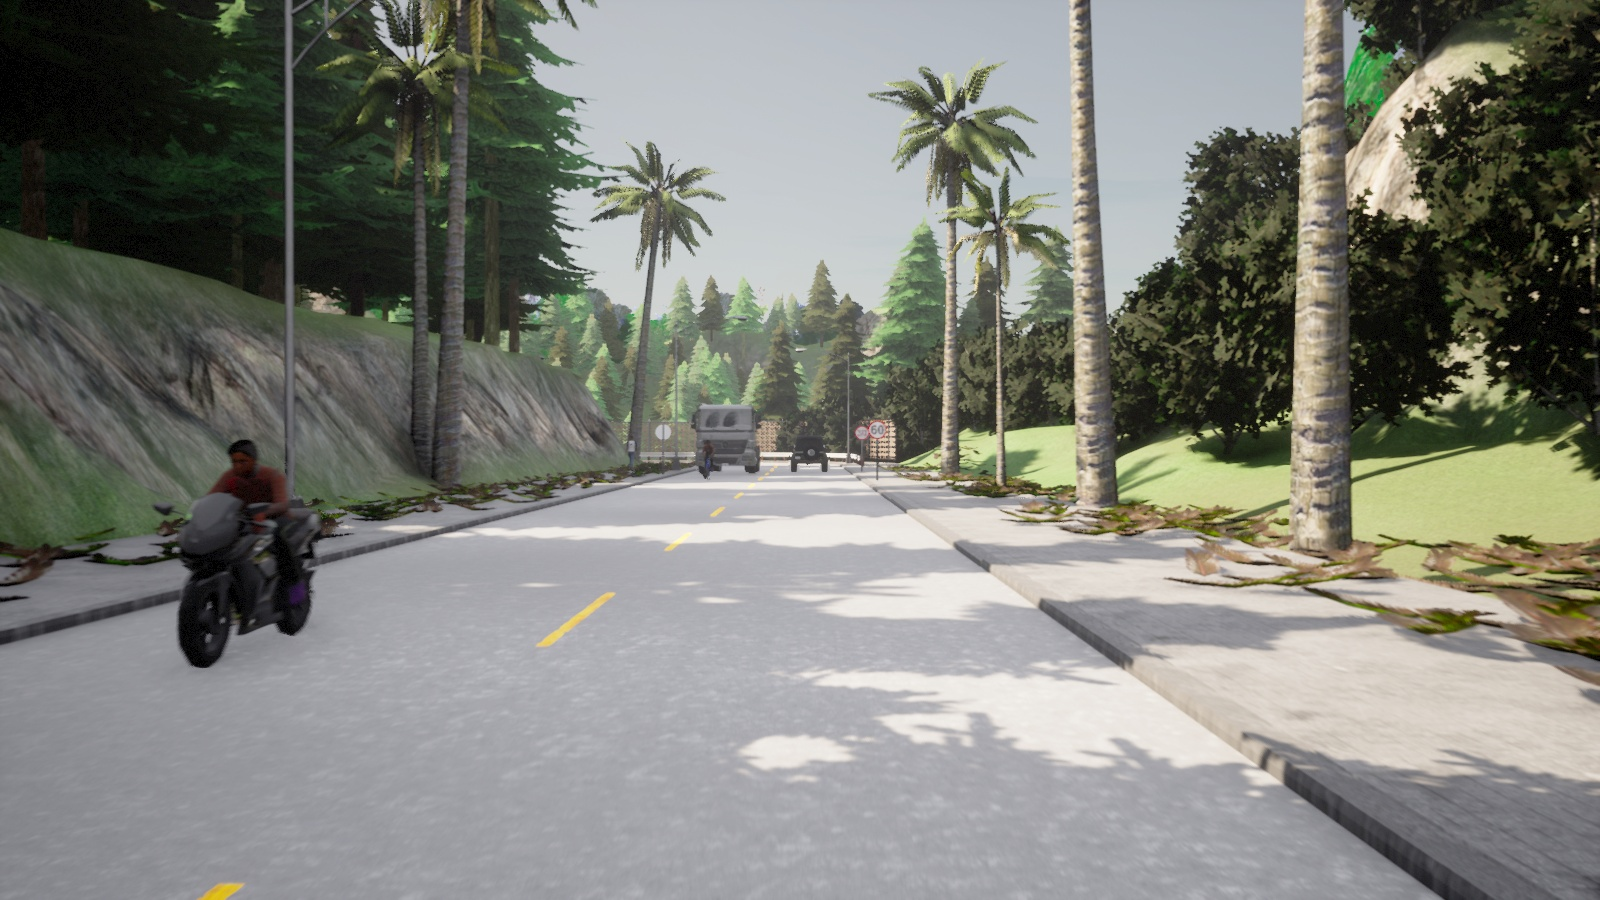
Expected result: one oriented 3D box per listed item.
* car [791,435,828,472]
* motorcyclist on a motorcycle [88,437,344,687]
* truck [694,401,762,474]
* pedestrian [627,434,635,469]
[{"bbox_3d":[0.489,0.173,65.550,1.905,1.878,3.866,0,0,0],"label":"car"},{"bbox_3d":[-3.929,0.676,8.672,0.797,1.523,2.044,0,0,0],"label":"motorcyclist on a motorcycle"},{"bbox_3d":[-3.527,-0.596,63.400,2.891,3.462,7.936,0,0,0],"label":"truck"},{"bbox_3d":[-8.820,0.070,65.612,0.354,1.836,0.706,0,0,0],"label":"pedestrian"}]
